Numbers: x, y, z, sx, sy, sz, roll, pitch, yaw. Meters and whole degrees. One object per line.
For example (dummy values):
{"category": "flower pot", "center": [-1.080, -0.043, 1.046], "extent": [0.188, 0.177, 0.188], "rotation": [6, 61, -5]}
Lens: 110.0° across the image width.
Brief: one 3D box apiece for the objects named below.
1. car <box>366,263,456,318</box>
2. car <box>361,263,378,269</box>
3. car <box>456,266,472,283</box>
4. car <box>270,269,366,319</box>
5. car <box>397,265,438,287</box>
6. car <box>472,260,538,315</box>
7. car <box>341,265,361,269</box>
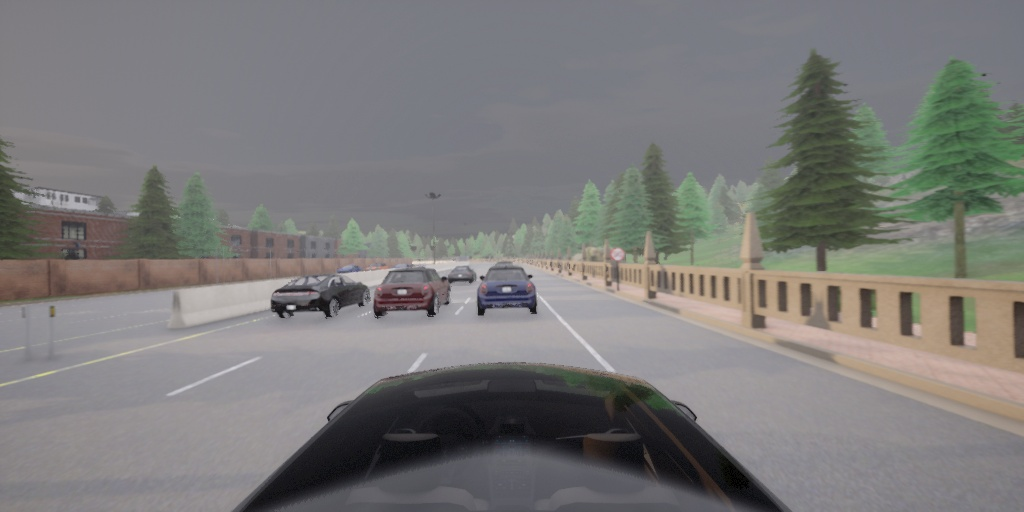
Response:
{"category": "car", "center": [-3.712, 1.238, 14.105], "extent": [2.097, 1.767, 4.553], "rotation": [-1, 0, -1]}
{"category": "car", "center": [-18.720, 1.740, 49.967], "extent": [2.097, 1.767, 4.553], "rotation": [-1, 0, -1]}
{"category": "car", "center": [-4.091, 1.523, 30.028], "extent": [1.994, 1.385, 4.181], "rotation": [-1, 0, -1]}
{"category": "car", "center": [-7.207, 1.462, 14.034], "extent": [2.128, 1.511, 4.902], "rotation": [-1, 0, -1]}
{"category": "car", "center": [-7.580, 1.532, 29.287], "extent": [2.128, 1.511, 4.902], "rotation": [-1, 0, -1]}
{"category": "car", "center": [-0.214, 1.155, 14.179], "extent": [2.097, 1.767, 4.553], "rotation": [-1, 0, -1]}
{"category": "car", "center": [-22.200, 1.945, 49.235], "extent": [1.882, 1.535, 5.008], "rotation": [-1, 0, -1]}
